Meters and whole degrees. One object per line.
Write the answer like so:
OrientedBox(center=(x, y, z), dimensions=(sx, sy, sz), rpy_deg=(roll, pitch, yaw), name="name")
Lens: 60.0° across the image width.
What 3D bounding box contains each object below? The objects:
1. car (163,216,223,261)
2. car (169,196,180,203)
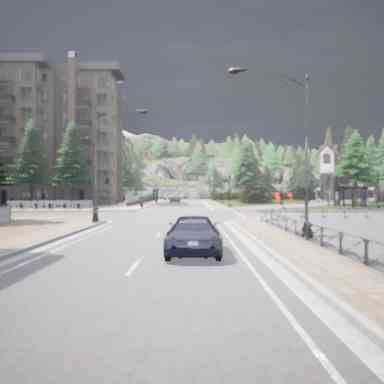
OrientedBox(center=(0.054, 1.554, 12.222), dimensions=(1.994, 1.385, 4.181), rpy_deg=(0, 0, 1), name="car")
OrientedBox(center=(-3.449, 1.508, 67.032), dimensions=(1.994, 1.385, 4.181), rpy_deg=(0, 0, 0), name="car")
